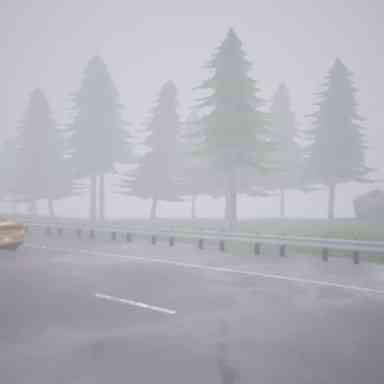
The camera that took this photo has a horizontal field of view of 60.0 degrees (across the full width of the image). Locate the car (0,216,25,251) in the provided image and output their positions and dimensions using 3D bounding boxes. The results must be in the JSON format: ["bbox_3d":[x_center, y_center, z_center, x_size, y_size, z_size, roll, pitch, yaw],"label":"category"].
[{"bbox_3d":[-8.532,1.474,12.517,5.008,1.535,1.882,0,0,27],"label":"car"}]
